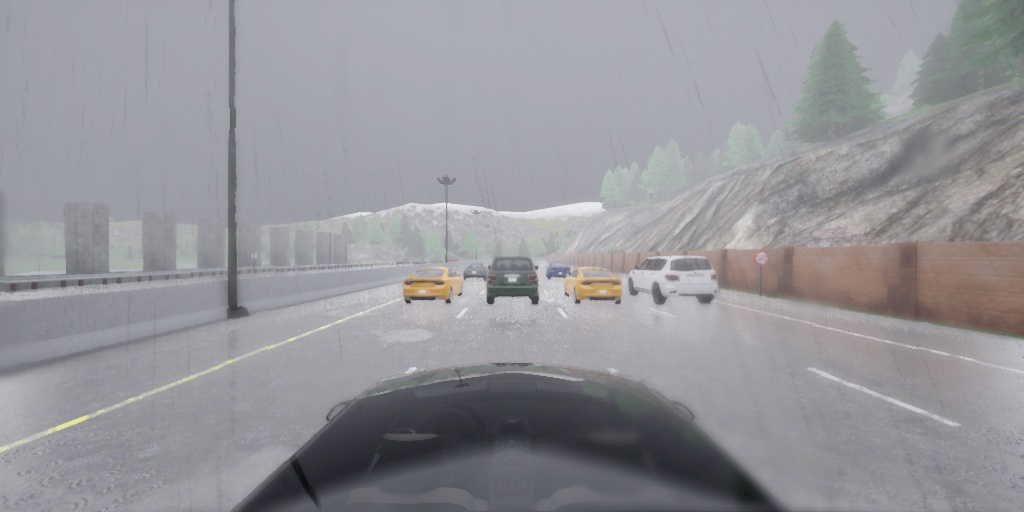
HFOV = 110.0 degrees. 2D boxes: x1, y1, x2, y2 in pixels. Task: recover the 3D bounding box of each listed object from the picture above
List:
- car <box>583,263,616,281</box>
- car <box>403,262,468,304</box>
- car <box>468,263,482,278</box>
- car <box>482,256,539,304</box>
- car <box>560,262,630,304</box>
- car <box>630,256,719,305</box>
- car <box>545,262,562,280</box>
[{"bbox_3d":[7.456,1.320,30.960,1.994,1.385,4.181,0,0,2],"label":"car"},{"bbox_3d":[-3.446,1.232,16.404,1.882,1.535,5.008,0,0,1],"label":"car"},{"bbox_3d":[-3.039,1.320,31.304,1.994,1.385,4.181,0,0,2],"label":"car"},{"bbox_3d":[0.054,1.005,16.383,2.150,2.045,5.566,0,0,1],"label":"car"},{"bbox_3d":[3.553,1.232,16.301,1.882,1.535,5.008,0,0,1],"label":"car"},{"bbox_3d":[7.053,1.005,16.280,2.150,2.045,5.566,0,0,1],"label":"car"},{"bbox_3d":[3.958,1.232,31.075,1.882,1.535,5.008,0,0,2],"label":"car"}]
